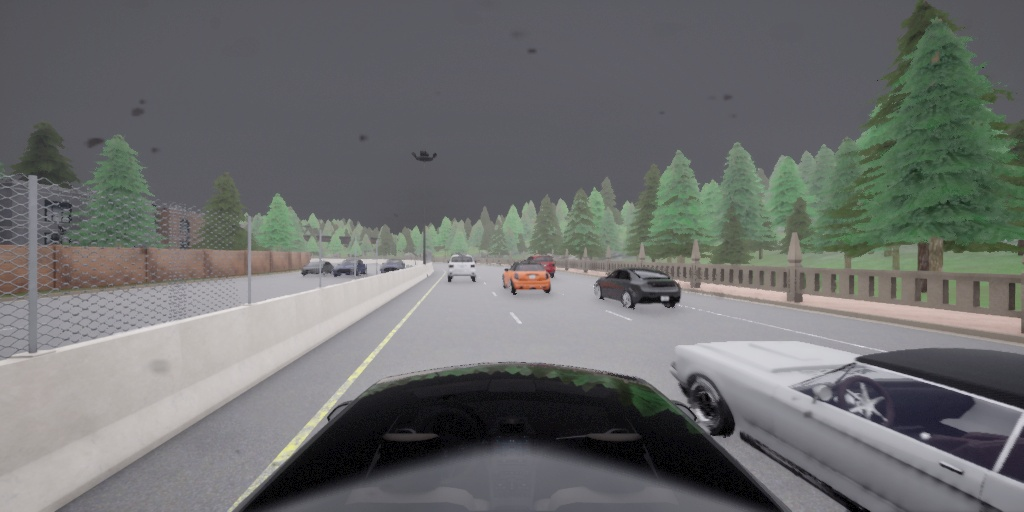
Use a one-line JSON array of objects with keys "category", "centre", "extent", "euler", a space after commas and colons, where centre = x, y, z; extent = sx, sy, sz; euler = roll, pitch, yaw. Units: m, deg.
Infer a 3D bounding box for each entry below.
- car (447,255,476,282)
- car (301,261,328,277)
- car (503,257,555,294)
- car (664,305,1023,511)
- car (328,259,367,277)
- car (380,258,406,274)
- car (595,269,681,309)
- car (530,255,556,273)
[{"category": "car", "centre": [-4.114, 0.964, 29.441], "extent": [2.150, 2.045, 5.566], "euler": [0, -1, -8]}, {"category": "car", "centre": [-19.476, 1.254, 36.168], "extent": [1.837, 1.490, 4.892], "euler": [0, 0, -9]}, {"category": "car", "centre": [0.720, 1.101, 20.383], "extent": [2.097, 1.767, 4.553], "euler": [0, 0, -8]}, {"category": "car", "centre": [3.264, 1.351, 2.639], "extent": [1.895, 1.301, 4.718], "euler": [0, 0, -8]}, {"category": "car", "centre": [-15.765, 1.101, 34.993], "extent": [2.097, 1.767, 4.553], "euler": [0, 0, -9]}, {"category": "car", "centre": [-12.793, 1.102, 38.652], "extent": [2.097, 1.767, 4.553], "euler": [0, 0, -9]}, {"category": "car", "centre": [5.028, 1.254, 14.993], "extent": [1.837, 1.490, 4.892], "euler": [0, 0, -8]}, {"category": "car", "centre": [2.428, 0.967, 33.136], "extent": [2.150, 2.045, 5.566], "euler": [0, 0, -8]}]
